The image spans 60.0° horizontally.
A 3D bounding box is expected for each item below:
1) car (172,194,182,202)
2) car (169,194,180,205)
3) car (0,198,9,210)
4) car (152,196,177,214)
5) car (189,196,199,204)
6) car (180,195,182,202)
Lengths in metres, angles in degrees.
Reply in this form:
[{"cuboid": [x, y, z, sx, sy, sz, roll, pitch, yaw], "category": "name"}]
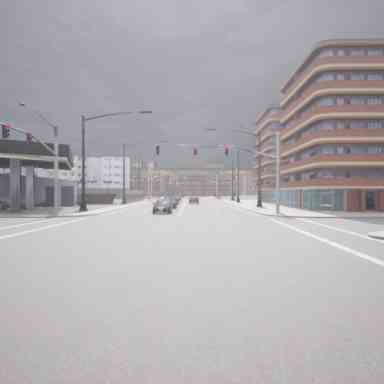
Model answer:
[{"cuboid": [-3.206, 1.229, 71.774, 2.097, 1.767, 4.553, 0, 0, 0], "category": "car"}, {"cuboid": [-3.133, 1.352, 44.948, 2.097, 1.767, 4.553, 0, 0, 0], "category": "car"}, {"cuboid": [-23.943, 1.456, 39.422, 3.806, 1.475, 1.970, 0, 0, 1], "category": "car"}, {"cuboid": [-3.076, 1.491, 35.230, 2.128, 1.511, 4.902, 0, 0, 0], "category": "car"}, {"cuboid": [0.345, 1.491, 63.731, 2.128, 1.511, 4.902, 0, 0, 0], "category": "car"}, {"cuboid": [-3.202, 1.601, 57.462, 1.895, 1.301, 4.718, 0, 0, 0], "category": "car"}]
